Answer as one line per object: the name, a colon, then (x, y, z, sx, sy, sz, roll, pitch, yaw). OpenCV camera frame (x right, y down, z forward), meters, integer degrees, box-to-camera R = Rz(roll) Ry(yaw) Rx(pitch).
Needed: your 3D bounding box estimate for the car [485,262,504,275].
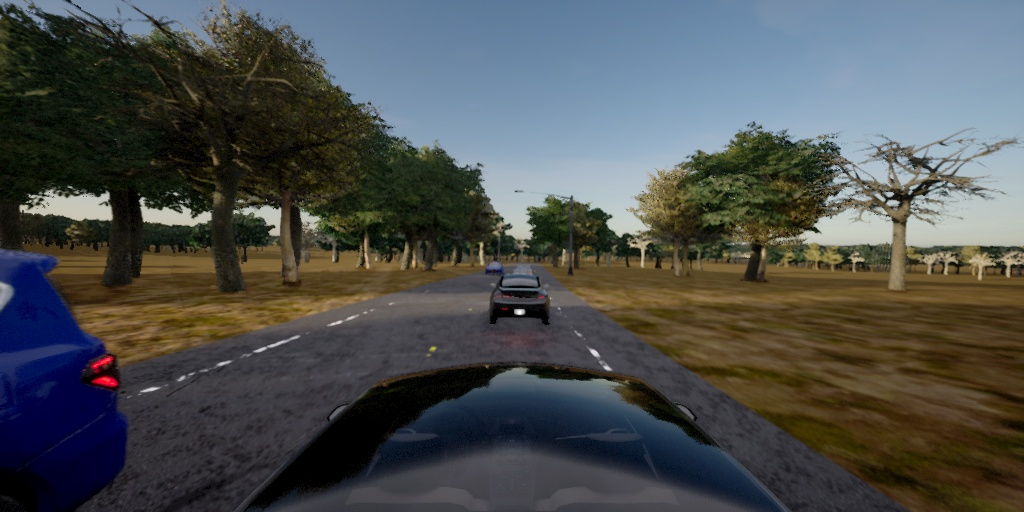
car: (-2.013, 1.471, 42.526, 1.882, 1.535, 5.008, 1, 0, 4)

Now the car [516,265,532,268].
car: (1.047, 1.516, 31.616, 2.033, 1.411, 5.357, 2, -1, 3)

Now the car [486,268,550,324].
car: (0.266, 1.353, 12.569, 1.837, 1.490, 4.892, 1, 0, 1)
